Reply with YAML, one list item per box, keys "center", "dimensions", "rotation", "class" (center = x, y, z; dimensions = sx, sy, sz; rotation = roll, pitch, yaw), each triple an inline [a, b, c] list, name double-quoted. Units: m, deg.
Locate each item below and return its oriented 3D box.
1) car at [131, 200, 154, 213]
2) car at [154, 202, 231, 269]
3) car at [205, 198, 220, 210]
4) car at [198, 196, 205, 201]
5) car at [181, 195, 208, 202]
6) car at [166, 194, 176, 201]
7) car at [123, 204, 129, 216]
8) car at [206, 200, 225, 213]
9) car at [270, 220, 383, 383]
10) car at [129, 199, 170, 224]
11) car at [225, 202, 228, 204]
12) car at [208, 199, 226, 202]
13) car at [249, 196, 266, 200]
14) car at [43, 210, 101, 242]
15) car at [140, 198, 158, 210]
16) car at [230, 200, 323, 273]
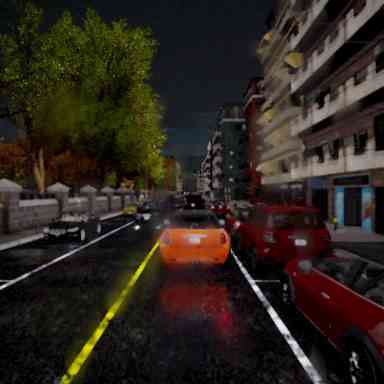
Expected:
- center: [-5.697, 1.620, 38.765]
  dimensions: [2.008, 1.369, 4.403]
  rotation: [0, 0, 0]
  class: "car"
- center: [0.084, 1.370, 11.340]
  dimensions: [2.097, 1.767, 4.553]
  rotation: [0, 0, 0]
  class: "car"
- center: [2.682, 1.608, 44.568]
  dimensions: [1.752, 1.417, 4.829]
  rotation: [0, 0, 0]
  class: "car"
- center: [2.674, 1.742, 93.669]
  dimensions: [1.752, 1.417, 4.829]
  rotation: [0, 0, 0]
  class: "car"
- center: [0.094, 1.276, 32.465]
  dimensions: [2.150, 2.045, 5.566]
  rotation: [0, 0, 0]
  class: "car"
- center: [-5.706, 1.514, 87.963]
  dimensions: [2.192, 1.841, 5.009]
  rotation: [0, 0, 0]
  class: "car"
- center: [-5.696, 1.582, 32.965]
  dimensions: [1.752, 1.417, 4.829]
  rotation: [0, 0, 0]
  class: "car"
- center: [2.684, 1.635, 38.767]
  dimensions: [1.947, 1.339, 4.313]
  rotation: [0, 0, 0]
  class: "car"
- center: [2.688, 1.448, 4.985]
  dimensions: [1.967, 1.590, 4.097]
  rotation: [0, 0, 0]
  class: "car"
- center: [-3.103, 1.533, 25.323]
  dimensions: [2.128, 1.511, 4.902]
  rotation: [0, 0, 0]
  class: "car"
- center: [2.686, 1.466, 16.246]
  dimensions: [1.967, 1.590, 4.097]
  rotation: [0, 0, 0]
  class: "car"
- center: [2.684, 1.497, 33.137]
  dimensions: [1.967, 1.590, 4.097]
  rotation: [0, 0, 0]
  class: "car"
- center: [14.605, 1.739, 71.392]
  dimensions: [5.009, 1.841, 2.192]
  rotation: [1, -1, 0]
  class: "car"
- center: [-5.693, 1.577, 16.244]
  dimensions: [2.008, 1.369, 4.403]
  rotation: [0, 0, 0]
  class: "car"
- center: [-5.698, 1.608, 44.226]
  dimensions: [1.752, 1.417, 4.829]
  rotation: [0, 0, 0]
  class: "car"
- center: [2.687, 1.332, 10.615]
  dimensions: [2.192, 1.841, 5.009]
  rotation: [0, 0, 0]
  class: "car"
